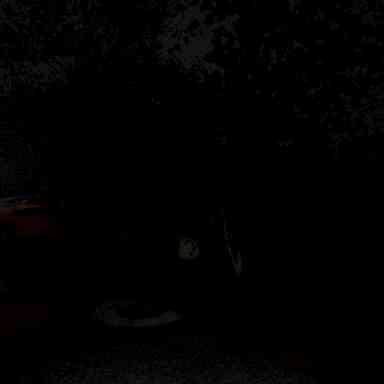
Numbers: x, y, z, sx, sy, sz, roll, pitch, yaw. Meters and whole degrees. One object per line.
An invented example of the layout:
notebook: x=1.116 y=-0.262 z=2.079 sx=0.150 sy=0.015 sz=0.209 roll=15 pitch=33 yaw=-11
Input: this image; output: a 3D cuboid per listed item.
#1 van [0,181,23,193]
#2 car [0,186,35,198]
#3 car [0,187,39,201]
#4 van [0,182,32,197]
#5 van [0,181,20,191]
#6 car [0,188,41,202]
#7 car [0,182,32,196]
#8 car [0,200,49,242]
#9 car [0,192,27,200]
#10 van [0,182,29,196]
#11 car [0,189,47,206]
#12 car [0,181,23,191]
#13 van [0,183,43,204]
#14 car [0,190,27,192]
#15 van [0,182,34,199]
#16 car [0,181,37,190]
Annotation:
van: x=-34.647 y=-0.957 z=63.137 sx=4.442 sy=1.987 sz=1.878 roll=1 pitch=1 yaw=-30
car: x=-23.544 y=-0.003 z=43.835 sx=5.008 sy=1.535 sz=2.097 roll=1 pitch=1 yaw=-30
car: x=-20.740 y=0.217 z=39.065 sx=4.792 sy=1.488 sz=2.163 roll=1 pitch=1 yaw=-30
van: x=-24.834 y=-0.317 z=46.279 sx=4.442 sy=1.987 sz=1.878 roll=1 pitch=1 yaw=-30
van: x=-40.219 y=-1.320 z=72.709 sx=4.442 sy=1.987 sz=1.878 roll=1 pitch=1 yaw=-30
car: x=-19.413 y=0.315 z=36.785 sx=4.792 sy=1.488 sz=2.163 roll=1 pitch=2 yaw=-30
car: x=-27.743 y=-0.527 z=50.991 sx=5.566 sy=2.045 sz=2.435 roll=1 pitch=1 yaw=-30
car: x=-6.913 y=1.310 z=15.237 sx=5.008 sy=1.535 sz=2.097 roll=1 pitch=2 yaw=-30
car: x=-8.270 y=1.071 z=17.645 sx=4.553 sy=1.767 sz=2.185 roll=1 pitch=2 yaw=-30
van: x=-26.428 y=-0.412 z=48.555 sx=4.442 sy=1.987 sz=1.878 roll=1 pitch=1 yaw=-30
car: x=-16.616 y=0.541 z=31.864 sx=4.792 sy=1.488 sz=2.163 roll=1 pitch=2 yaw=-30
car: x=-38.950 y=-1.257 z=70.242 sx=5.566 sy=2.045 sz=2.435 roll=1 pitch=1 yaw=-30
van: x=-17.936 y=0.171 z=34.429 sx=4.442 sy=1.987 sz=1.878 roll=1 pitch=2 yaw=-30
car: x=-12.575 y=0.850 z=24.609 sx=5.366 sy=1.575 sz=1.946 roll=1 pitch=2 yaw=-30
van: x=-22.234 y=-0.136 z=41.367 sx=4.442 sy=1.987 sz=1.878 roll=1 pitch=1 yaw=-31
car: x=-15.165 y=0.376 z=29.493 sx=5.566 sy=2.045 sz=2.435 roll=1 pitch=2 yaw=-30
